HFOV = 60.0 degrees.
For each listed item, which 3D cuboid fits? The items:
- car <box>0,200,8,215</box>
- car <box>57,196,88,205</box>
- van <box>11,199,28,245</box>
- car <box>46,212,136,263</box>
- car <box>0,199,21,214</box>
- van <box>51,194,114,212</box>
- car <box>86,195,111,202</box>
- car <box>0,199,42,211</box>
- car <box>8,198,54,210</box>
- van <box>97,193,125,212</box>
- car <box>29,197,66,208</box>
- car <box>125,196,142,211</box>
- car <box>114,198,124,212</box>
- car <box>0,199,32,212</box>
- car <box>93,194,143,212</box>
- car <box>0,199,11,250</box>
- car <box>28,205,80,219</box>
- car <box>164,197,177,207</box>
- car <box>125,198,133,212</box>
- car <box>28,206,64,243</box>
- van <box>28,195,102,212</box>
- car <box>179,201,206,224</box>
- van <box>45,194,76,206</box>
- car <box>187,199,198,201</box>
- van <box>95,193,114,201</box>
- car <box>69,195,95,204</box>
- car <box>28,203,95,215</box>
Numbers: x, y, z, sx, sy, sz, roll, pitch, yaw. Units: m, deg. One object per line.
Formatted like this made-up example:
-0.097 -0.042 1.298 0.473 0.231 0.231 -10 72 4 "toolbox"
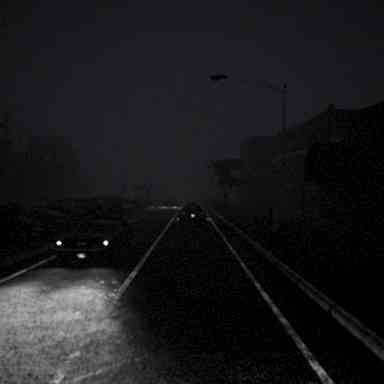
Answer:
-22.111 1.592 34.308 5.008 1.535 2.097 0 0 0 "car"
-22.179 1.555 62.064 5.008 1.535 2.097 0 0 0 "car"
-9.083 1.341 12.723 4.442 1.987 1.878 0 0 0 "van"
-3.368 1.656 12.367 1.895 1.301 4.718 0 0 0 "car"
-22.119 1.589 37.084 5.008 1.535 2.097 0 0 0 "car"
-8.889 1.374 26.746 4.442 1.987 1.878 0 0 0 "van"
-22.045 1.537 78.716 5.366 1.575 1.946 0 0 0 "car"
-22.159 1.611 42.635 4.792 1.488 2.163 0 0 0 "car"
-21.952 1.574 45.411 5.366 1.575 1.946 0 0 0 "car"
-9.138 1.367 32.356 4.442 1.987 1.878 0 0 0 "van"
-22.124 1.599 50.962 4.792 1.488 2.163 0 0 0 "car"
-8.852 1.582 37.963 5.366 1.575 1.946 0 0 0 "car"
-9.008 1.597 29.553 5.008 1.535 2.097 0 0 0 "car"
-22.128 1.586 39.860 4.892 1.521 2.231 0 0 0 "car"
-9.016 1.330 40.766 5.566 2.045 2.435 0 0 0 "car"
-8.930 1.298 9.923 5.566 2.045 2.435 0 0 0 "car"
-8.979 1.630 18.333 4.674 1.452 2.002 0 0 0 "car"
-3.397 1.555 54.011 1.882 1.535 5.008 0 0 0 "car"
-9.032 1.629 35.159 4.674 1.452 2.002 0 0 0 "car"
-8.980 1.579 15.530 4.892 1.521 2.231 0 0 0 "car"
-9.114 1.373 23.944 4.442 1.987 1.878 0 0 0 "van"
0.063 1.651 25.419 1.994 1.385 4.181 0 0 0 "car"
-22.285 1.336 56.512 4.442 1.987 1.878 0 0 0 "van"
0.039 1.619 42.038 1.812 1.442 4.674 0 0 0 "car"
-22.129 1.311 84.266 4.442 1.987 1.878 0 0 0 "van"
-22.231 1.423 67.615 4.553 1.767 2.185 0 0 0 "car"
-9.019 1.627 21.141 4.792 1.488 2.163 0 0 0 "car"
